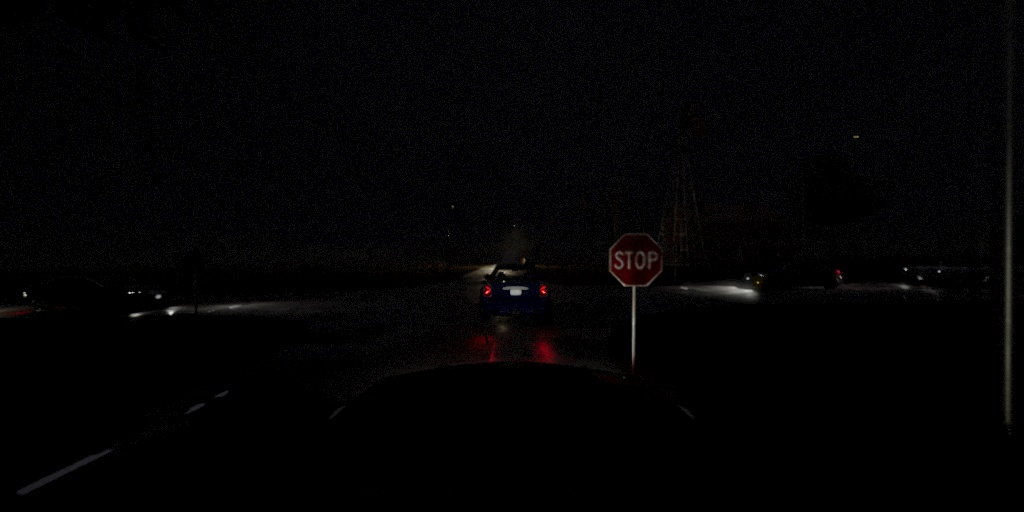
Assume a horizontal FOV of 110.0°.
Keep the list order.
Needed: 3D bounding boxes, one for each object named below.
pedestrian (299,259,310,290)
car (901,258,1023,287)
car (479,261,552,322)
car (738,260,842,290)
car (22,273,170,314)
[{"bbox_3d":[-12.155,1.076,21.014,0.375,1.860,0.375,0,2,0],"label":"pedestrian"},{"bbox_3d":[22.515,0.758,17.810,4.718,1.301,1.895,-1,1,0],"label":"car"},{"bbox_3d":[0.101,1.041,12.200,2.097,1.767,4.553,0,0,0],"label":"car"},{"bbox_3d":[13.742,0.896,17.862,4.181,1.385,1.994,-1,1,0],"label":"car"},{"bbox_3d":[-17.296,1.489,15.073,4.902,1.511,2.128,-1,1,0],"label":"car"}]
